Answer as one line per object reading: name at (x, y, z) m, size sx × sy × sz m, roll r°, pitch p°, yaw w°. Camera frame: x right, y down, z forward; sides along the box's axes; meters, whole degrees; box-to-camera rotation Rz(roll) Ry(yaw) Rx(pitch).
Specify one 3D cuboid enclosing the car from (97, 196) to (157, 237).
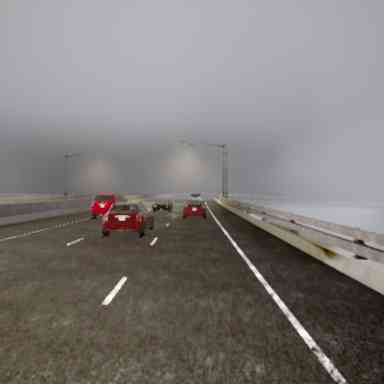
car at (-3.319, 1.306, 17.985) m, size 2.097 × 1.767 × 4.553 m, roll 0°, pitch 0°, yaw 0°

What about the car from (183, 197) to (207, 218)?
car at (0.248, 1.431, 29.122) m, size 2.163 × 1.488 × 4.792 m, roll 0°, pitch 0°, yaw 1°

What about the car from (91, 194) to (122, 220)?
car at (-6.731, 1.153, 27.804) m, size 2.150 × 2.045 × 5.566 m, roll 0°, pitch 0°, yaw 1°

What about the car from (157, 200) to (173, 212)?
car at (-3.124, 1.512, 36.349) m, size 1.895 × 1.301 × 4.718 m, roll 0°, pitch 0°, yaw 1°

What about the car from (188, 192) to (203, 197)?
car at (0.588, 1.085, 52.855) m, size 2.150 × 2.045 × 5.566 m, roll 0°, pitch 0°, yaw 1°
